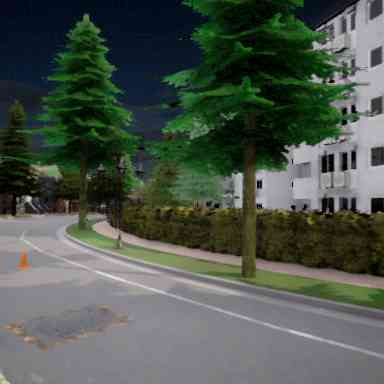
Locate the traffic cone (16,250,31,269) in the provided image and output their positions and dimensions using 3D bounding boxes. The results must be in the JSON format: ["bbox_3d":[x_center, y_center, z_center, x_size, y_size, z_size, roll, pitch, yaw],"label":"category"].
[{"bbox_3d":[-5.725,2.288,11.315,0.340,0.580,0.340,-1,-3,41],"label":"traffic cone"}]

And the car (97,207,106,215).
[{"bbox_3d":[-15.913,3.562,62.034,1.994,1.385,4.181,0,-2,17],"label":"car"}]
